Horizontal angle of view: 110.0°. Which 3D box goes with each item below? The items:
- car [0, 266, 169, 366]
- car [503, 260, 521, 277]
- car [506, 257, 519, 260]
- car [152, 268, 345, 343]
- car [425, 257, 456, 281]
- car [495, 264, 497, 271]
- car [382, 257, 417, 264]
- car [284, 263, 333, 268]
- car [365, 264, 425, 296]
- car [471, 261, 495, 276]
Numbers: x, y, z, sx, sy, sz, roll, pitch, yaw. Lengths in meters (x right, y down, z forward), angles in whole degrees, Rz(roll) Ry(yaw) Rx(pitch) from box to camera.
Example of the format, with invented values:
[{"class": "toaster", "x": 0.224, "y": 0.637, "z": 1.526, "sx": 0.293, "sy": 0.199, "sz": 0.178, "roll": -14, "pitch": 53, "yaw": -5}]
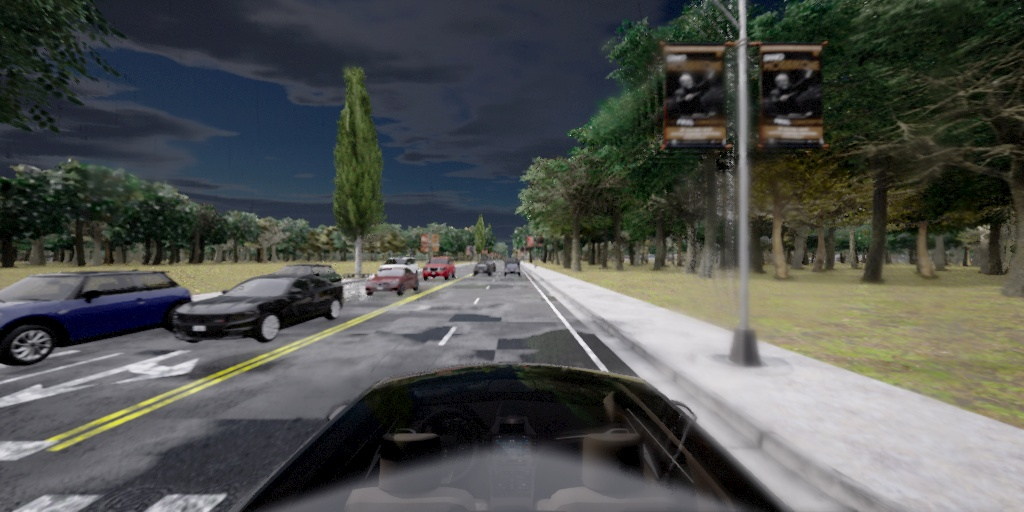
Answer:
[{"class": "car", "x": -9.830, "y": 1.129, "z": 7.999, "sx": 2.097, "sy": 1.767, "sz": 4.553, "roll": 0, "pitch": 0, "yaw": 0}, {"class": "car", "x": 0.037, "y": 1.458, "z": 38.920, "sx": 2.033, "sy": 1.411, "sz": 5.357, "roll": 0, "pitch": 0, "yaw": 0}, {"class": "car", "x": 0.052, "y": 1.195, "z": 49.865, "sx": 2.150, "sy": 2.045, "sz": 5.566, "roll": 0, "pitch": 0, "yaw": 0}, {"class": "car", "x": -6.571, "y": 1.261, "z": 10.044, "sx": 1.882, "sy": 1.535, "sz": 5.008, "roll": 0, "pitch": 0, "yaw": 0}, {"class": "car", "x": -6.539, "y": 1.106, "z": 32.752, "sx": 2.150, "sy": 2.045, "sz": 5.566, "roll": 0, "pitch": -1, "yaw": 1}, {"class": "car", "x": -3.190, "y": 1.470, "z": 50.571, "sx": 2.128, "sy": 1.511, "sz": 4.902, "roll": 0, "pitch": 0, "yaw": 0}, {"class": "car", "x": -9.770, "y": 1.115, "z": 31.155, "sx": 2.150, "sy": 2.045, "sz": 5.566, "roll": 0, "pitch": 0, "yaw": 1}, {"class": "car", "x": -9.821, "y": 1.165, "z": 16.704, "sx": 2.097, "sy": 1.767, "sz": 4.553, "roll": 0, "pitch": 0, "yaw": 0}, {"class": "car", "x": -6.563, "y": 1.351, "z": 20.188, "sx": 1.812, "sy": 1.442, "sz": 4.674, "roll": 0, "pitch": 0, "yaw": 1}, {"class": "car", "x": -3.212, "y": 1.441, "z": 39.340, "sx": 1.812, "sy": 1.442, "sz": 4.674, "roll": 0, "pitch": 0, "yaw": 0}]
